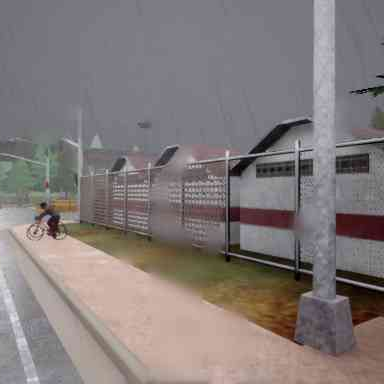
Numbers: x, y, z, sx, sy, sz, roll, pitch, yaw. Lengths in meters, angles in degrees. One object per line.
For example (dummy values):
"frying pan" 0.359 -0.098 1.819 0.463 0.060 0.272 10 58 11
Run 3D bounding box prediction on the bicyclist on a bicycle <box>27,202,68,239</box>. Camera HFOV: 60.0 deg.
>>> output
"bicyclist on a bicycle" -6.782 1.301 15.612 1.656 1.620 0.582 0 0 -39

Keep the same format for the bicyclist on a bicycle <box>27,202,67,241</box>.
"bicyclist on a bicycle" -6.268 1.301 14.392 1.656 1.620 0.582 0 0 -14

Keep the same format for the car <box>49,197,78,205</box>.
"car" -19.428 1.505 50.150 4.892 1.490 1.837 0 0 -35
